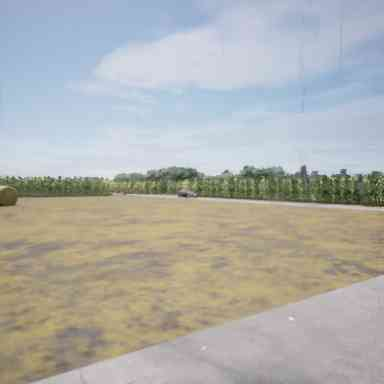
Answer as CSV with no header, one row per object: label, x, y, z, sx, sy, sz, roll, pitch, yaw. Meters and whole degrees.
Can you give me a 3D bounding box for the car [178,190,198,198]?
car,-0.828,0.409,62.722,2.128,1.511,4.902,0,1,-35
